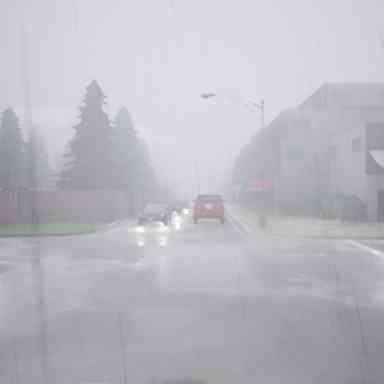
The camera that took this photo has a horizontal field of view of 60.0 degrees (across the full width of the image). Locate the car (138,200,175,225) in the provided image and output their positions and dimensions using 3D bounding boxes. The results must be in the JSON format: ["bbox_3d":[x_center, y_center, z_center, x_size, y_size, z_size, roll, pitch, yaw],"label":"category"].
[{"bbox_3d":[-2.509,1.471,23.487,1.812,1.442,4.674,0,0,3],"label":"car"}]

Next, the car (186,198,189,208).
[{"bbox_3d":[-1.412,1.496,45.236,1.895,1.301,4.718,0,0,3],"label":"car"}]

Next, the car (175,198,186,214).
[{"bbox_3d":[-1.982,1.522,34.087,1.895,1.301,4.718,0,0,3],"label":"car"}]

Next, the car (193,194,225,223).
[{"bbox_3d":[1.260,1.163,24.827,2.150,2.045,5.566,0,0,3],"label":"car"}]
